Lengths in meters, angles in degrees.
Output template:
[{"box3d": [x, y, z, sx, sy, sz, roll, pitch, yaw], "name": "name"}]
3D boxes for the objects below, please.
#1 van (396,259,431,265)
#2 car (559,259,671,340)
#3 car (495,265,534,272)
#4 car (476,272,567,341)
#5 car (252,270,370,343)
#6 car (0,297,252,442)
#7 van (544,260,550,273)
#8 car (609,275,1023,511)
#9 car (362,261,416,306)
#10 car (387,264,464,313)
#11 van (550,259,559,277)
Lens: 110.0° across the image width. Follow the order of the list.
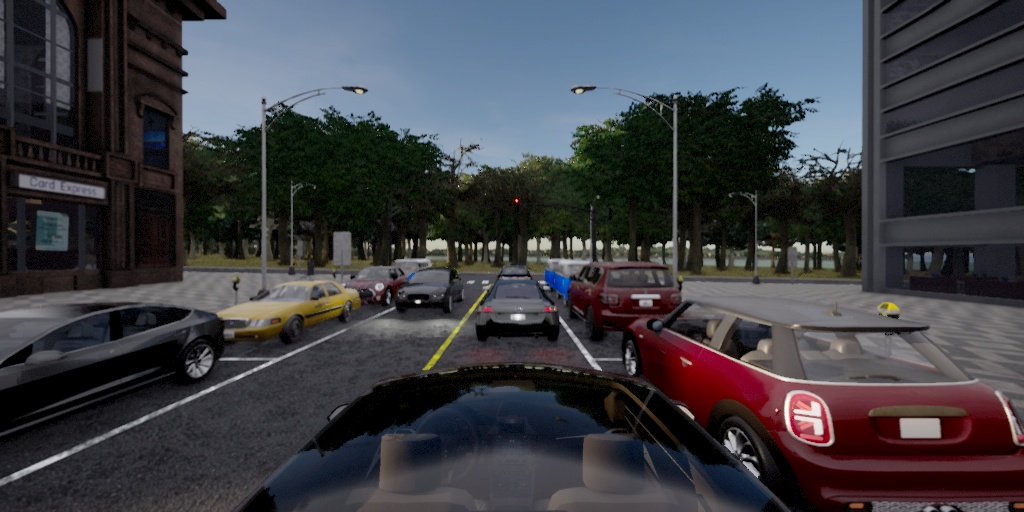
[{"box3d": [-5.726, 1.064, 20.697, 1.690, 1.789, 3.998, 0, 0, 0], "name": "van"}, {"box3d": [2.778, 1.053, 9.805, 2.192, 1.841, 5.009, 0, 0, 0], "name": "car"}, {"box3d": [0.134, 1.217, 18.733, 2.128, 1.511, 4.902, 0, 0, 0], "name": "car"}, {"box3d": [0.120, 1.302, 9.853, 1.994, 1.385, 4.181, 0, 0, 0], "name": "car"}, {"box3d": [-5.748, 1.263, 9.652, 1.751, 1.417, 4.829, 0, 0, 0], "name": "car"}, {"box3d": [-5.758, 1.312, 4.384, 1.948, 1.339, 4.313, 0, 0, 0], "name": "car"}, {"box3d": [2.799, 1.064, 20.680, 1.690, 1.789, 3.998, 0, 0, 0], "name": "van"}, {"box3d": [2.767, 1.186, 4.367, 1.967, 1.591, 4.097, 0, 0, 0], "name": "car"}, {"box3d": [-5.737, 1.170, 15.259, 1.967, 1.591, 4.097, 0, 0, 0], "name": "car"}, {"box3d": [-3.019, 1.238, 14.036, 1.837, 1.490, 4.892, 0, 0, 1], "name": "car"}, {"box3d": [2.788, 1.071, 15.242, 1.690, 1.789, 3.998, 0, 0, 0], "name": "van"}]
